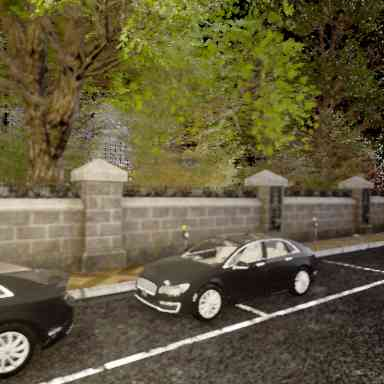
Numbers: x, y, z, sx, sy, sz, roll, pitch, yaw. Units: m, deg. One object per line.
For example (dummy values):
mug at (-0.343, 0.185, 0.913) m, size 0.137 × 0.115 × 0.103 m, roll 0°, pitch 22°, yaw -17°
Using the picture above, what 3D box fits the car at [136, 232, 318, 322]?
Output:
car at (0.933, 1.596, 7.218) m, size 4.403 × 1.369 × 2.008 m, roll 1°, pitch 0°, yaw -35°

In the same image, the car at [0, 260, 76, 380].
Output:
car at (-3.694, 1.543, 3.918) m, size 4.403 × 1.369 × 2.008 m, roll 1°, pitch 0°, yaw -35°
